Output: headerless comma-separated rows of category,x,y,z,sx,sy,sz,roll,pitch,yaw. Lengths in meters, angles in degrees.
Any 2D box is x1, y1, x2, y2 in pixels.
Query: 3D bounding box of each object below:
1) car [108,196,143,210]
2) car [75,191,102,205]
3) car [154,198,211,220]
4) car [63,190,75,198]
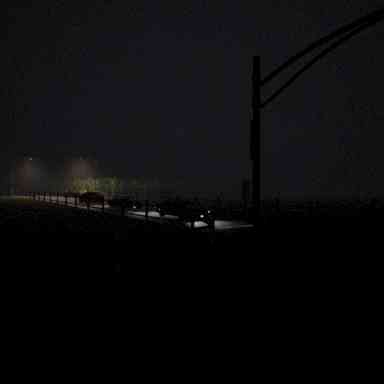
car,-6.583,1.051,32.620,1.895,1.301,4.718,0,1,-35
car,-12.445,0.744,41.074,1.882,1.535,5.008,0,1,-35
car,-0.847,1.180,24.367,2.033,1.411,5.357,0,1,-35
car,-22.517,0.355,62.022,1.882,1.535,5.008,0,1,-35
